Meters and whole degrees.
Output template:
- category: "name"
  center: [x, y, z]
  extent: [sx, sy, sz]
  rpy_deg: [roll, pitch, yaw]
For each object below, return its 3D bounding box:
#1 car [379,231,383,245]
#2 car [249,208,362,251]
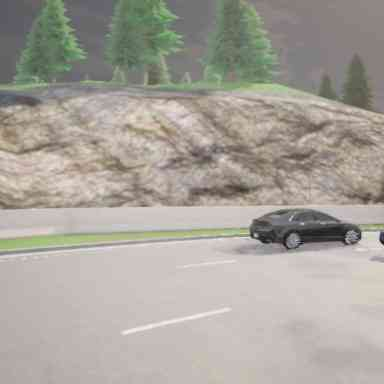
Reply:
- category: "car"
  center: [8.886, 1.560, 11.225]
  extent: [4.718, 1.301, 1.895]
  rpy_deg: [0, 0, -17]
- category: "car"
  center: [4.724, 1.432, 13.688]
  extent: [4.892, 1.490, 1.837]
  rpy_deg: [0, 0, -21]
